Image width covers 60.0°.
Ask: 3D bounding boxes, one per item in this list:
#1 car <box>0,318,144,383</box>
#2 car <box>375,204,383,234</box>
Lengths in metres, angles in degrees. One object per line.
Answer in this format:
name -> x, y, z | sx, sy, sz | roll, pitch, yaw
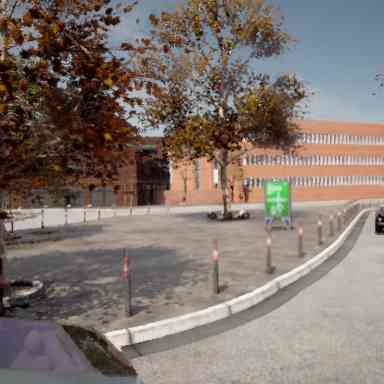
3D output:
car -> -2.298, 1.611, 1.822 | 4.181, 1.385, 1.994 | -2, 1, -35
car -> 9.935, 1.234, 16.072 | 1.895, 1.301, 4.718 | -1, 0, 30
